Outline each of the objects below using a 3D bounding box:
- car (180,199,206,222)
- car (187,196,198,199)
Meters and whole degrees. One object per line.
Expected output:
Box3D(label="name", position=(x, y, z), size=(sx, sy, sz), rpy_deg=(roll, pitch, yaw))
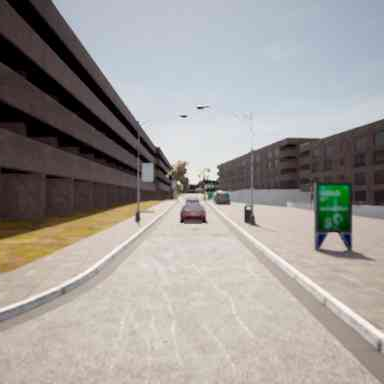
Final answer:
Box3D(label="car", position=(0.087, 1.541, 26.416), size=(1.994, 1.385, 4.181), rpy_deg=(0, 1, 0))
Box3D(label="car", position=(0.079, 1.257, 44.440), size=(2.033, 1.411, 5.357), rpy_deg=(0, 1, 0))
